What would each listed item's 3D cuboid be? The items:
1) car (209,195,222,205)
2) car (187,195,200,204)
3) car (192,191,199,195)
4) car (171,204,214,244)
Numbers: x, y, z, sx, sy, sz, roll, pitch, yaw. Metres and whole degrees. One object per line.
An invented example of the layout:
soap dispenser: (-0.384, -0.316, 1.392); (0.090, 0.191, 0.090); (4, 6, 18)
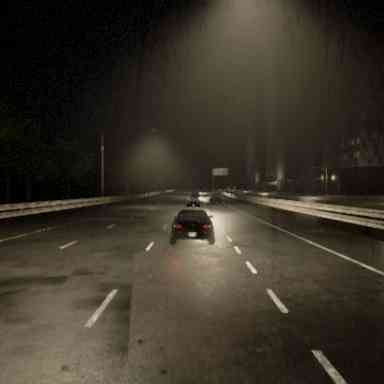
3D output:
car: (3.921, 1.300, 55.768); (1.837, 1.490, 4.892); (0, 1, 1)
car: (0.231, 1.439, 47.597); (1.895, 1.301, 4.718); (0, 0, 1)
car: (0.561, 1.149, 73.562); (1.837, 1.490, 4.892); (0, 1, 1)
car: (0.023, 1.512, 15.591); (1.812, 1.442, 4.674); (0, 0, 0)
